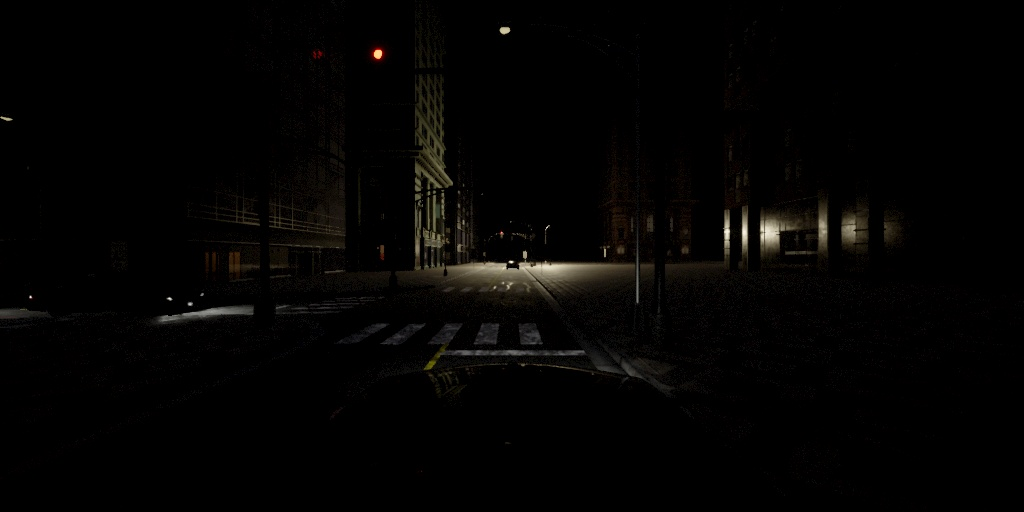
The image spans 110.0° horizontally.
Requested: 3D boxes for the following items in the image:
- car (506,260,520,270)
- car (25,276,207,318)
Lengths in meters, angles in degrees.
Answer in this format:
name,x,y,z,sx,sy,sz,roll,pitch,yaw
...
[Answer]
name,x,y,z,sx,sy,sz,roll,pitch,yaw
car,0.121,1.325,53.391,1.994,1.385,4.181,0,0,0
car,-15.047,1.502,13.783,5.357,1.411,2.033,-1,0,0
